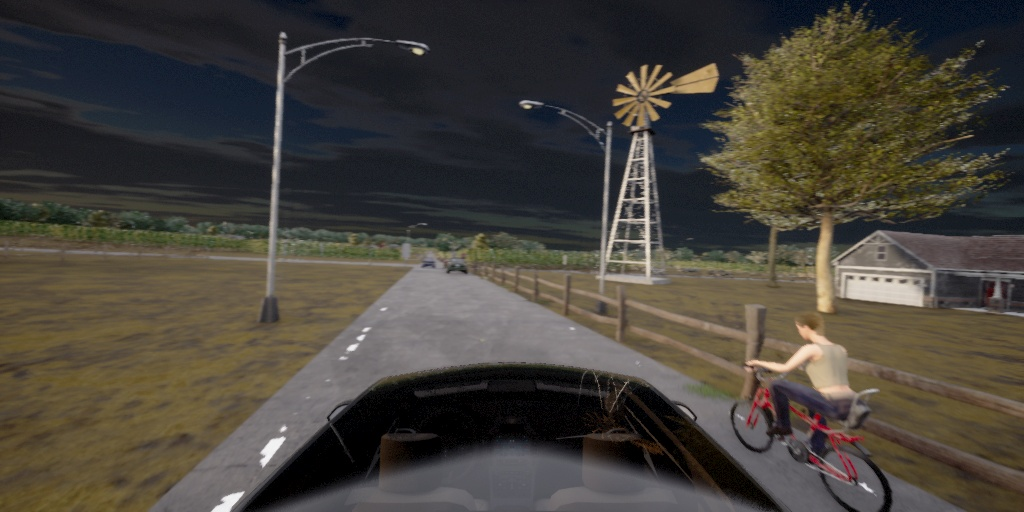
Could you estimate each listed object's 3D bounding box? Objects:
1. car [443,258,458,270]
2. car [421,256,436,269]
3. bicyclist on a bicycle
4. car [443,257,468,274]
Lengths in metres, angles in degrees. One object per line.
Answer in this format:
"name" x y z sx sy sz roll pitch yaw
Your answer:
"car" -8.674 1.038 50.707 1.882 1.535 5.008 3 -1 -10
"car" -11.312 0.963 48.768 2.033 1.411 5.357 3 -1 -13
"bicyclist on a bicycle" 2.737 1.322 3.438 0.866 1.612 1.509 3 0 -13
"car" -5.928 0.939 38.107 2.097 1.767 4.553 3 0 -13
